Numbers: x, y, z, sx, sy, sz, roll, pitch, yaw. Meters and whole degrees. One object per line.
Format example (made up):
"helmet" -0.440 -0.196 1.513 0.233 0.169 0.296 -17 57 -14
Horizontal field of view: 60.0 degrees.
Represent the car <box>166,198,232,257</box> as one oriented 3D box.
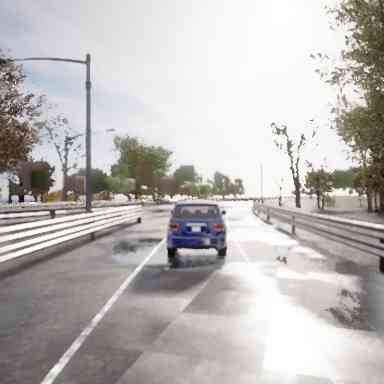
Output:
"car" 0.248 1.341 13.675 2.150 2.045 5.566 0 0 2
